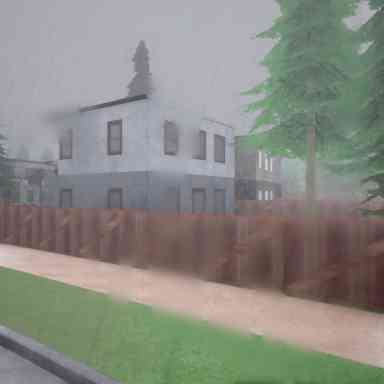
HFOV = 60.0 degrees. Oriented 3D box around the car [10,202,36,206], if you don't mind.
[{"bbox_3d":[-15.351,1.581,29.329,1.895,1.301,4.718,0,0,28],"label":"car"}]
